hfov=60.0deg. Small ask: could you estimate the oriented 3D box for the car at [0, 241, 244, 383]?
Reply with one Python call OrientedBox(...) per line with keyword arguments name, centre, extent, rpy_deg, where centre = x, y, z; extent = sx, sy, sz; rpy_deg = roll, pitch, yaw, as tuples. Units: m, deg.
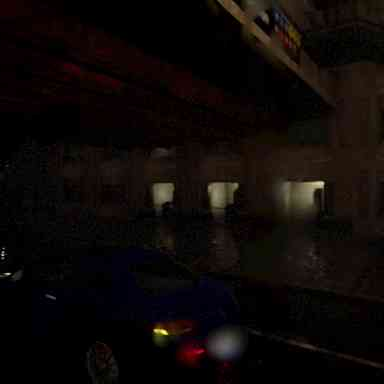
OrientedBox(name="car", centre=(-1.494, 1.499, 5.060), extent=(4.674, 1.442, 1.812), rpy_deg=(0, 0, 36))
